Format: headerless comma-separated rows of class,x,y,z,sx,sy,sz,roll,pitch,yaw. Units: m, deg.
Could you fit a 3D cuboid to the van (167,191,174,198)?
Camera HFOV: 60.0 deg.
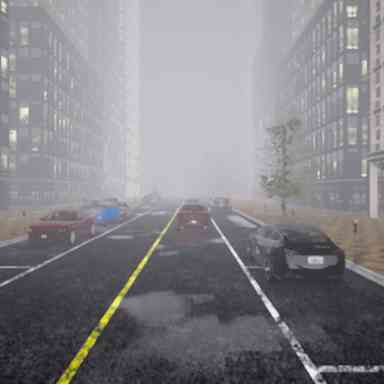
van,-5.703,0.738,89.021,1.690,1.788,3.998,0,0,0

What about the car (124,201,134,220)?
car,-5.692,1.411,26.411,1.802,1.307,4.206,0,0,0

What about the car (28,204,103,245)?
car,-5.690,1.448,15.026,1.887,1.381,4.507,0,0,0

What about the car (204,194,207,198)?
car,2.685,1.296,43.474,1.802,1.307,4.206,0,0,0

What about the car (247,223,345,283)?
car,2.692,1.506,9.323,1.947,1.339,4.313,0,0,0

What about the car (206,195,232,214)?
car,2.688,1.232,32.089,1.967,1.590,4.097,0,0,0

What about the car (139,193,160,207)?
car,-5.695,1.154,43.485,1.967,1.590,4.097,0,0,0

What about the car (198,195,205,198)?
car,0.092,1.321,37.107,1.994,1.385,4.181,0,0,0

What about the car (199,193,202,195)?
car,2.679,0.918,77.623,1.967,1.590,4.097,0,0,0

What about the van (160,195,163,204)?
van,-5.695,1.016,49.178,1.690,1.788,3.998,0,0,0

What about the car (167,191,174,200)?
car,-5.702,1.004,77.468,1.752,1.417,4.829,0,0,0

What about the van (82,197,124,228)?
van,-5.690,1.207,20.717,1.690,1.788,3.998,0,0,0

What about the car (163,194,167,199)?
car,-5.698,1.202,54.871,1.947,1.339,4.313,0,0,0

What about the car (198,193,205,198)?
car,2.675,0.908,94.700,2.008,1.369,4.403,0,0,0

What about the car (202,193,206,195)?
car,2.684,1.200,49.335,1.752,1.417,4.829,0,0,0

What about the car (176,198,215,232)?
car,0.096,1.353,19.284,1.882,1.535,5.008,0,0,0
